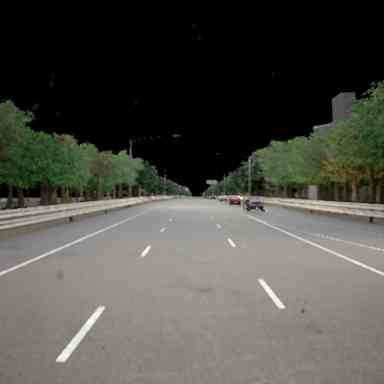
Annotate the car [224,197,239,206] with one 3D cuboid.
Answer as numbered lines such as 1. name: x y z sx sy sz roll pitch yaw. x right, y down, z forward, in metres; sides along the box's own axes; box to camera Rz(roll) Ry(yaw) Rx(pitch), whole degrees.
1. car: 7.023 1.487 55.476 1.882 1.535 5.008 0 0 0

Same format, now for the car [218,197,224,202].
1. car: 7.097 1.705 78.023 1.895 1.301 4.718 0 0 0

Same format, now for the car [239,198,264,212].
1. car: 7.020 1.504 38.368 1.837 1.490 4.892 0 0 0
